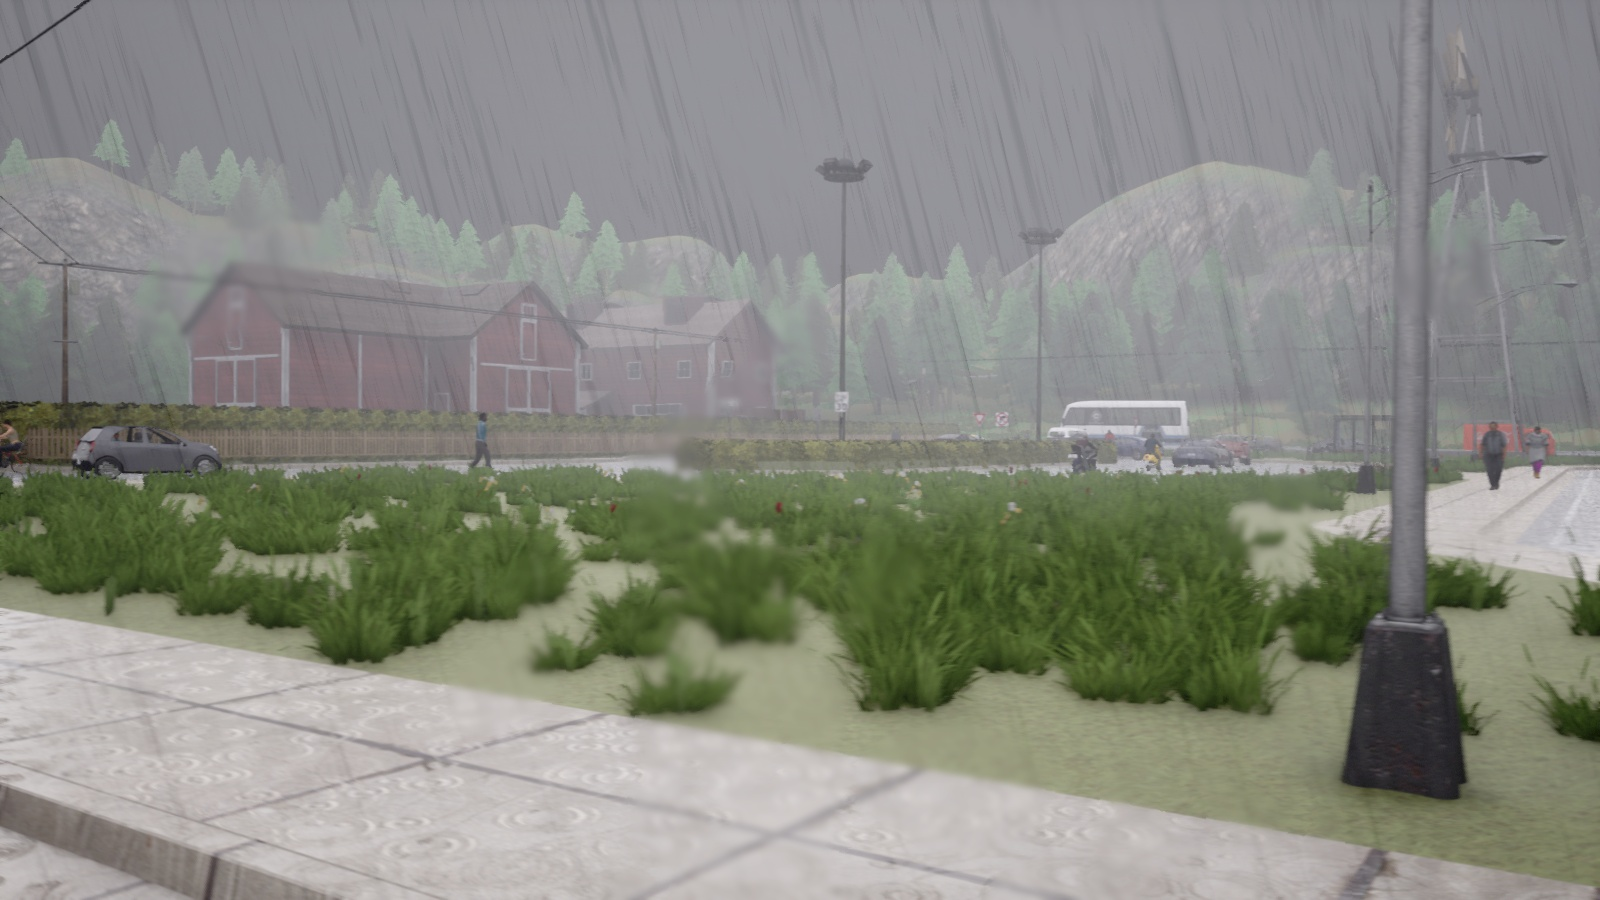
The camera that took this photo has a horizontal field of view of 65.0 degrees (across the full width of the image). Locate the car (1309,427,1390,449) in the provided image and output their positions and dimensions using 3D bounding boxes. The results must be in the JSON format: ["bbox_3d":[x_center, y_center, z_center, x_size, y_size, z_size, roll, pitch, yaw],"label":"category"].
[{"bbox_3d":[38.066,-0.801,87.038,4.792,1.488,2.163,0,1,34],"label":"car"}]

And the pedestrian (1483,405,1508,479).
[{"bbox_3d":[17.692,-0.210,31.942,0.540,1.848,0.694,0,1,31],"label":"pedestrian"}]

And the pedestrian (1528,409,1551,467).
[{"bbox_3d":[25.196,-0.426,42.809,0.659,1.952,0.873,0,1,30],"label":"pedestrian"}]

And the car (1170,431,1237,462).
[{"bbox_3d":[18.976,-0.181,58.989,1.994,1.385,4.181,0,1,33],"label":"car"}]

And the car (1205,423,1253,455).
[{"bbox_3d":[22.860,-0.613,67.109,2.152,1.651,5.027,0,1,16],"label":"car"}]

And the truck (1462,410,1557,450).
[{"bbox_3d":[46.124,-1.287,81.639,5.204,2.467,2.627,0,1,34],"label":"truck"}]

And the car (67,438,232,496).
[{"bbox_3d":[-18.002,0.433,34.838,1.845,1.501,3.633,0,1,44],"label":"car"}]

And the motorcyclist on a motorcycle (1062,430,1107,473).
[{"bbox_3d":[10.399,0.047,45.793,0.866,1.530,2.191,0,1,34],"label":"motorcyclist on a motorcycle"}]

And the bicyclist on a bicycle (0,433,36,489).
[{"bbox_3d":[-23.365,0.329,36.769,1.509,1.612,0.866,1,-1,-14],"label":"bicyclist on a bicycle"}]

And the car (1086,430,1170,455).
[{"bbox_3d":[19.790,-0.458,75.949,1.812,1.442,4.674,-1,1,-41],"label":"car"}]

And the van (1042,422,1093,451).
[{"bbox_3d":[19.413,-0.962,90.977,2.069,2.038,4.480,0,1,33],"label":"van"}]

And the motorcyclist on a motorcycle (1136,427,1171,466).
[{"bbox_3d":[14.829,-0.168,52.665,0.866,1.590,1.817,0,1,33],"label":"motorcyclist on a motorcycle"}]

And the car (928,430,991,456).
[{"bbox_3d":[9.734,-0.451,76.323,2.007,1.525,4.514,0,1,33],"label":"car"}]

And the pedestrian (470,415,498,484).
[{"bbox_3d":[-8.991,-0.019,35.737,0.692,1.930,0.396,-1,1,-1],"label":"pedestrian"}]
